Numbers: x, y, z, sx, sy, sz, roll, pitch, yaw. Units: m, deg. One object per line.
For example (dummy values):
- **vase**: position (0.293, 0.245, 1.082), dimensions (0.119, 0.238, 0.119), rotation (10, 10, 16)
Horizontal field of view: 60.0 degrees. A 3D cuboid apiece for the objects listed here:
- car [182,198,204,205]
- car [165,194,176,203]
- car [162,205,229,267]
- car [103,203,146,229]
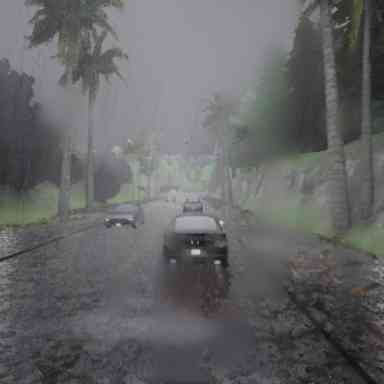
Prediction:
- **car**: position (0.100, 1.325, 32.518), dimensions (2.128, 1.511, 4.902), rotation (0, 0, 0)
- **car**: position (-4.048, 1.176, 62.242), dimensions (2.128, 1.511, 4.902), rotation (0, 0, 0)
- **car**: position (0.100, 1.420, 11.223), dimensions (1.882, 1.535, 5.008), rotation (0, 0, 0)
- **car**: position (-4.100, 1.438, 21.189), dimensions (2.033, 1.411, 5.357), rotation (0, 0, 0)
